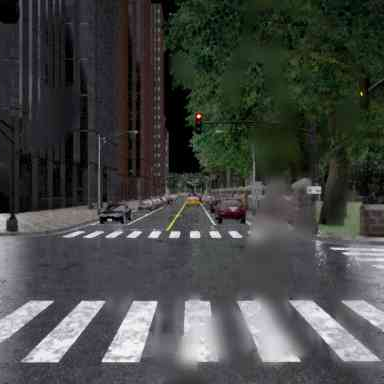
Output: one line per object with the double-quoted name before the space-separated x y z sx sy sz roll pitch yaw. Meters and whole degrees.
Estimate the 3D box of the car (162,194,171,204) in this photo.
"car" -5.576 1.636 63.462 1.802 1.307 4.206 0 0 0

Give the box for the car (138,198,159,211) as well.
"car" -5.641 1.580 41.633 2.008 1.369 4.403 0 0 0

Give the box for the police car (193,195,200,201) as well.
"police car" 1.135 1.512 86.018 1.930 1.638 5.238 0 0 0

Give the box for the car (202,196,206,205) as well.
"car" 2.900 1.586 47.072 2.008 1.369 4.403 0 0 0

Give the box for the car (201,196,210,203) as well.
"car" 2.981 1.593 74.524 1.752 1.417 4.829 0 0 0

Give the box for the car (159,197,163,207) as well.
"car" -5.625 1.617 47.090 1.802 1.307 4.206 0 0 0

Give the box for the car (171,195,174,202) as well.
"car" -5.560 1.375 68.919 2.192 1.841 5.009 0 0 0

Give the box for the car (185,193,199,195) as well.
"car" 0.192 1.277 65.406 2.150 2.045 5.566 0 0 0

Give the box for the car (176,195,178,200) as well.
"car" -5.496 1.534 90.747 1.967 1.590 4.097 0 0 0

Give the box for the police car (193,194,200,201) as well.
"police car" 1.171 1.522 92.018 1.930 1.638 5.238 0 0 0

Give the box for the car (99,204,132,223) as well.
"car" -5.689 1.577 25.262 1.947 1.339 4.313 0 0 0

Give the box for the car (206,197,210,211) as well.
"car" 2.868 1.588 36.159 1.947 1.339 4.313 0 0 0

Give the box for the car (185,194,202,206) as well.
"car" 0.212 1.522 55.280 1.882 1.535 5.008 0 0 0

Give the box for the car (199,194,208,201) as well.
"car" 3.013 1.400 85.268 2.192 1.841 5.009 0 0 0

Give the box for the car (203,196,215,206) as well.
"car" 2.933 1.487 57.985 1.967 1.590 4.097 0 0 0

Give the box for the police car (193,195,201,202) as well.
"police car" 1.123 1.496 76.018 1.930 1.638 5.238 0 0 0

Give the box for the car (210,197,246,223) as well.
"car" 2.836 1.326 25.247 2.192 1.841 5.009 0 0 0

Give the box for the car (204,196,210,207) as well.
"car" 2.884 1.579 41.615 2.008 1.369 4.403 0 0 0

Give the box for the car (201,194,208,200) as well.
"car" 2.917 1.481 52.529 1.967 1.590 4.097 0 0 0

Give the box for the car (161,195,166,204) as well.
"car" -5.609 1.623 52.547 1.802 1.307 4.206 0 0 0
